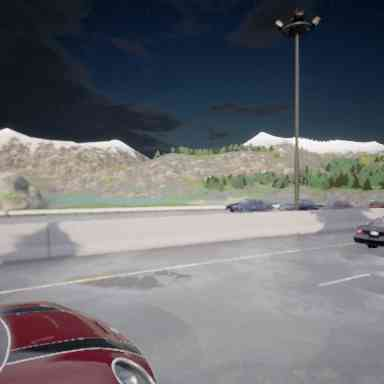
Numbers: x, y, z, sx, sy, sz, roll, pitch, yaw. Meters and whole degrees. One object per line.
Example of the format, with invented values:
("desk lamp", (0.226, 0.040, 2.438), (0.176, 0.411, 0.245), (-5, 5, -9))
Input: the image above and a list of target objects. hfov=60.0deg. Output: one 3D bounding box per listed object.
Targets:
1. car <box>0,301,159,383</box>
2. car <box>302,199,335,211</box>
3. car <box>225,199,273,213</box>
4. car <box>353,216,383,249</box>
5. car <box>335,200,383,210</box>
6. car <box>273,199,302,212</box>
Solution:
("car", (-2.383, 1.341, 1.929), (4.553, 1.767, 2.097), (0, 0, -36))
("car", (13.386, 1.506, 31.403), (5.357, 1.411, 2.033), (0, 0, -24))
("car", (6.230, 1.483, 35.753), (5.357, 1.411, 2.033), (0, 0, -26))
("car", (8.744, 1.536, 13.179), (5.357, 1.411, 2.033), (0, 0, -29))
("car", (14.940, 1.446, 28.227), (5.008, 1.535, 1.882), (0, 0, -24))
("car", (11.029, 1.474, 34.121), (4.674, 1.442, 1.812), (0, 0, -25))
